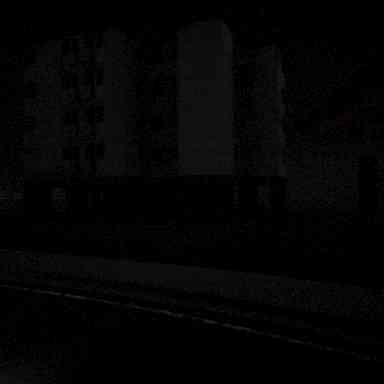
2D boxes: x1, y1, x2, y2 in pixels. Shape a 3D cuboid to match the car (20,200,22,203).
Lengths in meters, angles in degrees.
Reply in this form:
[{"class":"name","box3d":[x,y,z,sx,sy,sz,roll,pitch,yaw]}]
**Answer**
[{"class":"car","box3d":[-32.488,1.676,65.773,1.994,1.385,4.181,0,0,-10]}]
